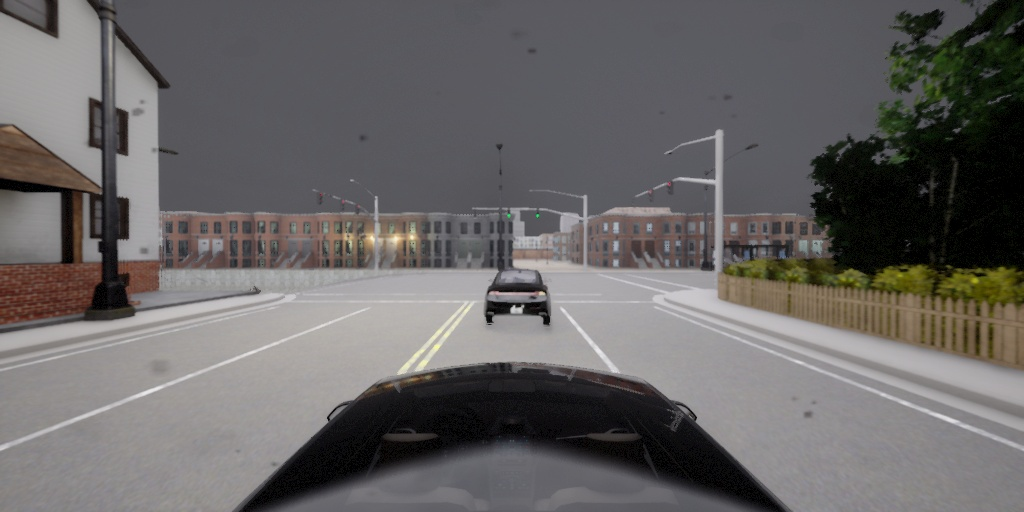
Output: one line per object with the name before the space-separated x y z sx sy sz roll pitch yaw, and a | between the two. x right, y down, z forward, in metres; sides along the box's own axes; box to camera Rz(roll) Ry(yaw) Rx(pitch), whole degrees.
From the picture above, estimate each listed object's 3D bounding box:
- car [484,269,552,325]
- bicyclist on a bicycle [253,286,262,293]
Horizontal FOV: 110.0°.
car | 0.249 1.155 11.481 2.128 1.511 4.902 0 0 3
bicyclist on a bicycle | -25.322 3.730 35.630 0.582 1.620 1.656 -12 1 3
